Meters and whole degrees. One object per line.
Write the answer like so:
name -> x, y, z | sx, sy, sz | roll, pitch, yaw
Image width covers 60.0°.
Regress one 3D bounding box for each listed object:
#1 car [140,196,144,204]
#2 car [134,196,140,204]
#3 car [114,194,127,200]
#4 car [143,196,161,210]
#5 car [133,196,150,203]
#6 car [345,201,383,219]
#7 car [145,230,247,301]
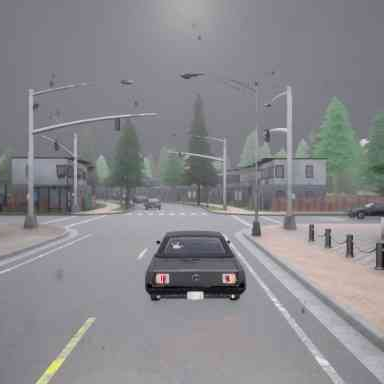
car -> -6.448, 1.513, 51.979 | 2.033, 1.411, 5.357 | 0, 0, -14
car -> -9.661, 1.470, 61.431 | 1.837, 1.490, 4.892 | 0, 0, -23
car -> -16.935, 1.322, 79.949 | 4.674, 1.442, 1.812 | 0, 0, 45
car -> -4.929, 1.491, 42.409 | 1.812, 1.442, 4.674 | 0, 0, -6
car -> -10.935, 1.505, 71.886 | 1.994, 1.385, 4.181 | 0, 0, -36
car -> 15.416, 1.510, 28.006 | 4.674, 1.442, 1.812 | 0, 0, 1
car -> 0.036, 1.601, 8.285 | 1.895, 1.301, 4.718 | 0, 0, -1
